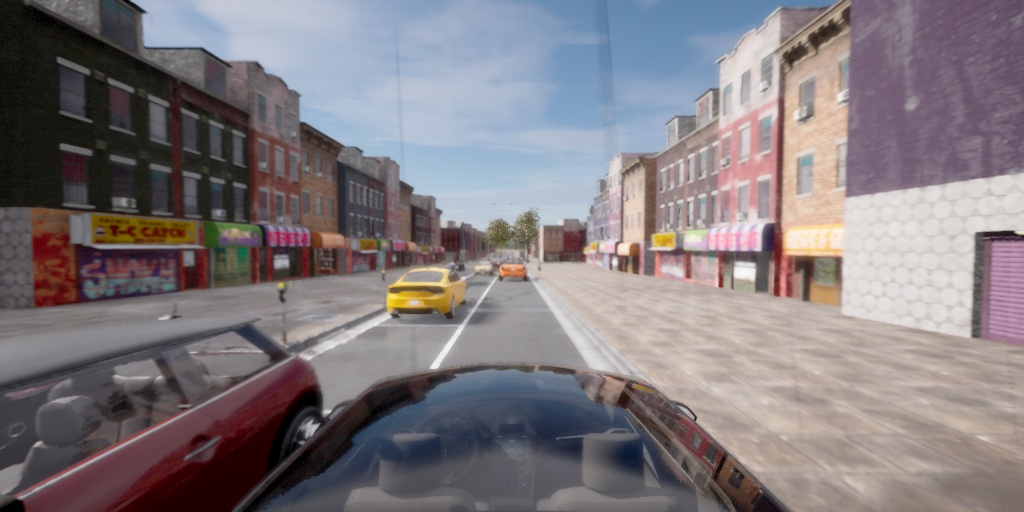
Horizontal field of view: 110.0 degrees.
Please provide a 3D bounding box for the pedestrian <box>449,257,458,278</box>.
[{"bbox_3d":[-2.569,0.942,15.514,0.375,1.860,0.375,1,2,0],"label":"pedestrian"}]

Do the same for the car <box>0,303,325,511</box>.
[{"bbox_3d":[-2.649,1.183,1.553,1.967,1.591,4.097,0,0,0],"label":"car"}]

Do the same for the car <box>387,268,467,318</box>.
[{"bbox_3d":[-2.731,1.144,12.531,1.882,1.535,5.008,0,0,0],"label":"car"}]

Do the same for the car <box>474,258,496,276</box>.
[{"bbox_3d":[-2.571,1.091,34.065,1.751,1.417,4.829,0,0,0],"label":"car"}]

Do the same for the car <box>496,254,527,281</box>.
[{"bbox_3d":[0.113,0.946,28.245,2.097,1.767,4.553,0,0,1],"label":"car"}]
